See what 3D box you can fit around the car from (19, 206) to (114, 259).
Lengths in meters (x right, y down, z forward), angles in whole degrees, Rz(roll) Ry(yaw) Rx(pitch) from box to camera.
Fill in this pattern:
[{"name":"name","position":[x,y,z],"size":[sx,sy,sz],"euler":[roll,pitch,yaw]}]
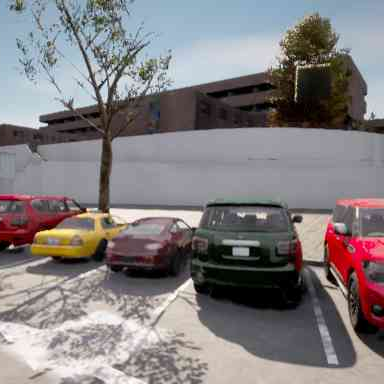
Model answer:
[{"name":"car","position":[-3.322,1.438,12.005],"size":[1.946,1.575,5.366],"euler":[0,-1,15]}]

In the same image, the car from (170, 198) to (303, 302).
[{"name":"car","position":[1.555,1.185,8.398],"size":[2.435,2.045,5.566],"euler":[0,-1,15]}]

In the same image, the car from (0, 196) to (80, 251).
[{"name":"car","position":[-5.821,1.189,13.579],"size":[2.435,2.045,5.566],"euler":[0,-1,15]}]

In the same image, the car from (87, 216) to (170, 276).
[{"name":"car","position":[-0.914,1.477,10.095],"size":[2.002,1.452,4.674],"euler":[0,-1,15]}]

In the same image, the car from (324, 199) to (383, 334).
[{"name":"car","position":[4.004,1.183,6.601],"size":[2.435,2.045,5.566],"euler":[1,-1,15]}]
